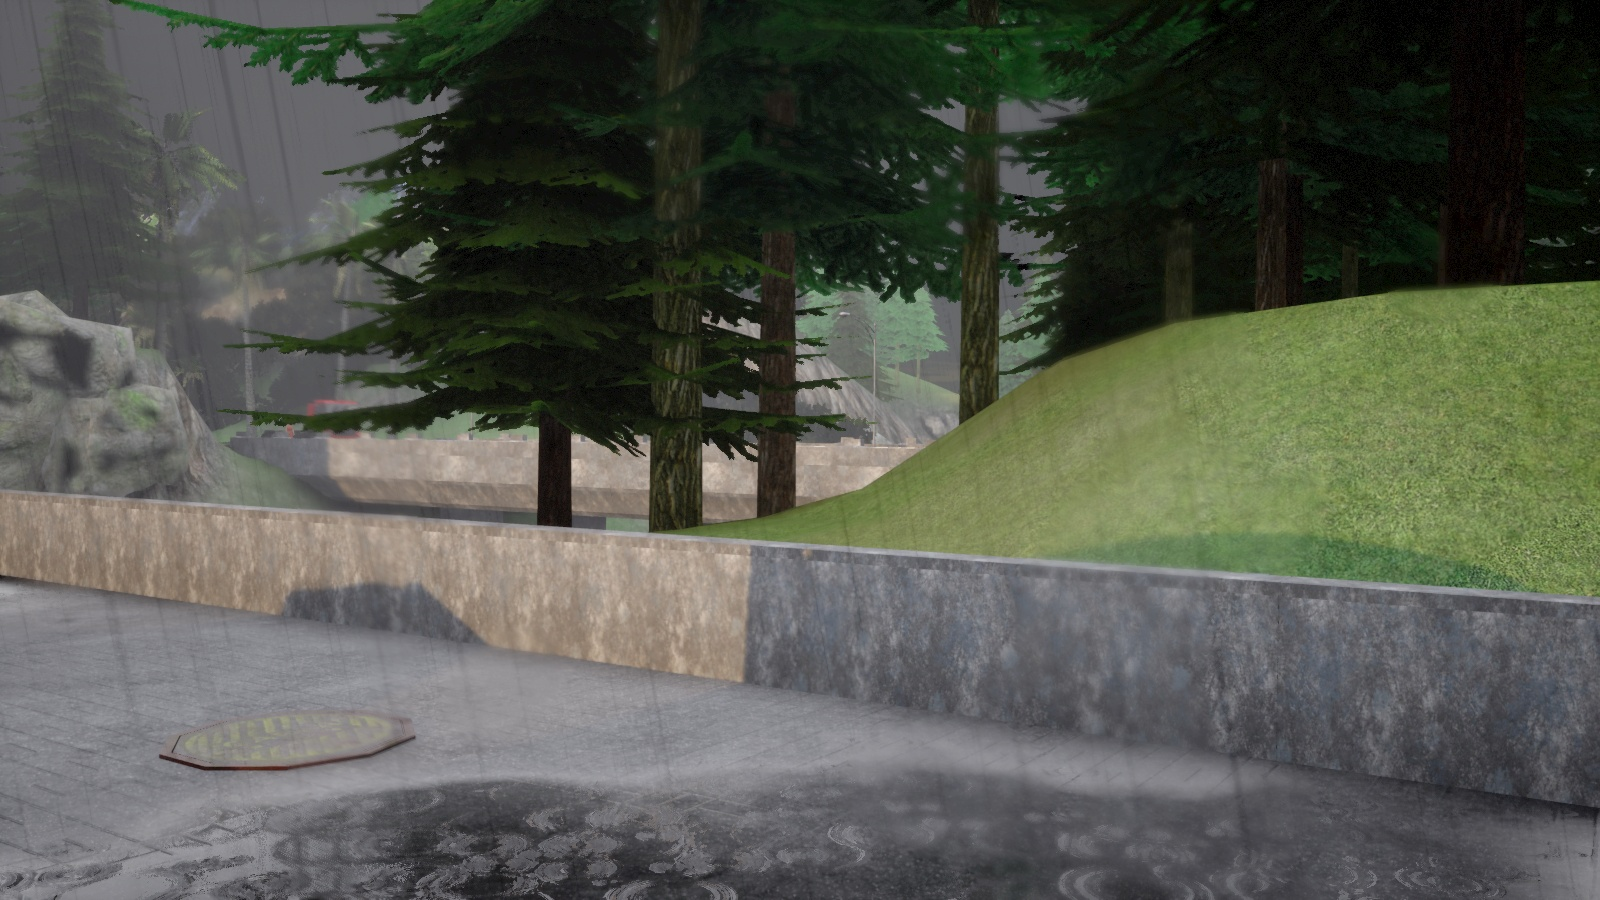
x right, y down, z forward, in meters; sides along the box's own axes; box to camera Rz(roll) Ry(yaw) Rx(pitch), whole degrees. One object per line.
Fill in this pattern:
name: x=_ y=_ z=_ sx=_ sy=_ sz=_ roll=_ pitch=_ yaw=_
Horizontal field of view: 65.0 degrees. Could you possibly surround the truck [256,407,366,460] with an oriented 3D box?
truck: x=-33.472 y=-1.119 z=85.817 sx=7.936 sy=3.462 sz=2.891 roll=0 pitch=1 yaw=34
